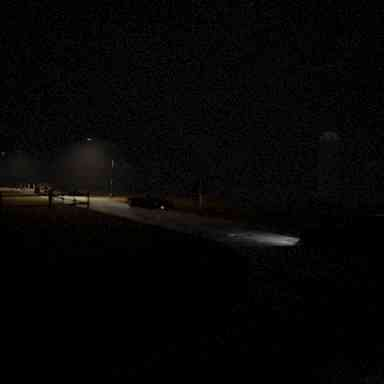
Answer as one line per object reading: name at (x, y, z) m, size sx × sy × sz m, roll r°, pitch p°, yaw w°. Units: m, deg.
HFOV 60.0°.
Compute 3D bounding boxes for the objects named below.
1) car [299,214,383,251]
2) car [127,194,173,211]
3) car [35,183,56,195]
car at (6.908, 1.532, 12.378) m, size 5.357 × 1.411 × 2.033 m, roll 3°, pitch 1°, yaw 31°
car at (-3.666, 0.835, 28.126) m, size 1.895 × 1.301 × 4.718 m, roll 2°, pitch 1°, yaw -37°
car at (-21.155, -0.532, 48.021) m, size 2.097 × 1.767 × 4.553 m, roll 2°, pitch 1°, yaw -35°
